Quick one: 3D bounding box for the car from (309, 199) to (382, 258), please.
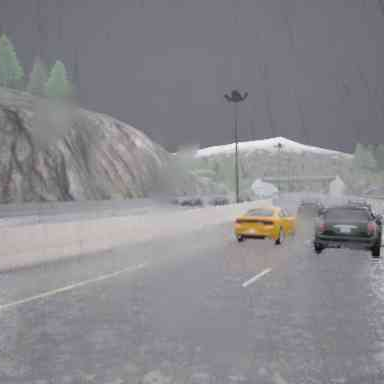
[{"bbox_3d":[6.150,1.286,12.931,2.097,1.767,4.553,0,0,30],"label":"car"}]

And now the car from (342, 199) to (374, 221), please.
[{"bbox_3d":[13.457,1.351,27.143,2.128,1.511,4.902,0,0,25],"label":"car"}]

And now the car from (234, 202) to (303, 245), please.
[{"bbox_3d":[3.604,1.428,15.513,1.882,1.535,5.008,0,-1,29],"label":"car"}]

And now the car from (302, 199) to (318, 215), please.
[{"bbox_3d":[10.332,1.372,28.733,2.128,1.511,4.902,0,0,25],"label":"car"}]

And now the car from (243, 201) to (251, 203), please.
[{"bbox_3d":[7.397,1.221,49.532,2.097,1.767,4.553,0,0,20],"label":"car"}]
